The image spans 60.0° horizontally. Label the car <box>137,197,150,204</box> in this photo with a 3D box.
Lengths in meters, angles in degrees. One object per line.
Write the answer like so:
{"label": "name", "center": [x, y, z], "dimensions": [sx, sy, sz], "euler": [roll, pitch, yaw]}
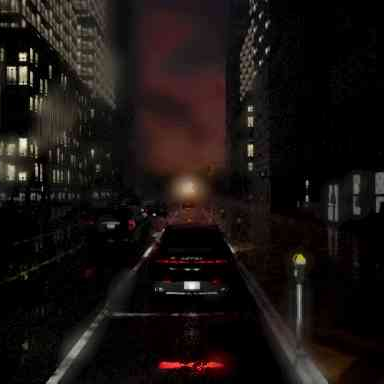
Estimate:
{"label": "car", "center": [-8.832, 1.550, 61.338], "dimensions": [1.802, 1.307, 4.206], "euler": [0, 0, 0]}

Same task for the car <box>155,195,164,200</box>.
{"label": "car", "center": [-8.832, 1.503, 89.799], "dimensions": [1.947, 1.339, 4.313], "euler": [0, 0, 0]}

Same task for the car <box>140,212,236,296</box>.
{"label": "car", "center": [0.000, 1.503, 8.649], "dimensions": [1.837, 1.490, 4.892], "euler": [0, 0, 0]}

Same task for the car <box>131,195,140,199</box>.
{"label": "car", "center": [-8.832, 1.523, 49.953], "dimensions": [1.887, 1.381, 4.507], "euler": [0, 0, 0]}

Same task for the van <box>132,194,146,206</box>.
{"label": "van", "center": [-8.831, 1.314, 55.646], "dimensions": [1.690, 1.788, 3.998], "euler": [0, 0, 0]}

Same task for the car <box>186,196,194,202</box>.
{"label": "car", "center": [-0.452, 1.533, 78.399], "dimensions": [1.802, 1.307, 4.206], "euler": [0, 0, 0]}

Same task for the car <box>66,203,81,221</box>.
{"label": "car", "center": [-8.832, 1.574, 27.183], "dimensions": [1.802, 1.307, 4.206], "euler": [0, 0, 0]}

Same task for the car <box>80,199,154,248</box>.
{"label": "car", "center": [-3.143, 1.348, 15.015], "dimensions": [2.097, 1.767, 4.553], "euler": [0, 0, 0]}

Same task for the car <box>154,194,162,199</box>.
{"label": "car", "center": [-8.832, 1.391, 78.413], "dimensions": [1.967, 1.590, 4.097], "euler": [0, 0, 0]}

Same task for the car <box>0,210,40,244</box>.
{"label": "car", "center": [-8.833, 1.563, 15.800], "dimensions": [1.947, 1.339, 4.313], "euler": [0, 0, 0]}

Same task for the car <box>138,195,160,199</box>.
{"label": "car", "center": [-6.151, 1.506, 48.277], "dimensions": [1.812, 1.442, 4.674], "euler": [0, 0, 0]}

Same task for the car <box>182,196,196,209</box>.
{"label": "car", "center": [-0.452, 1.548, 44.248], "dimensions": [1.947, 1.339, 4.313], "euler": [0, 0, 0]}

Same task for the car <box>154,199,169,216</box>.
{"label": "car", "center": [-3.143, 1.592, 30.049], "dimensions": [1.895, 1.301, 4.718], "euler": [0, 0, 0]}
